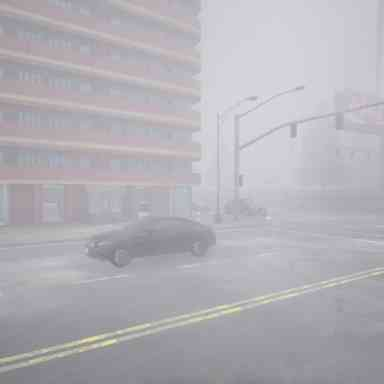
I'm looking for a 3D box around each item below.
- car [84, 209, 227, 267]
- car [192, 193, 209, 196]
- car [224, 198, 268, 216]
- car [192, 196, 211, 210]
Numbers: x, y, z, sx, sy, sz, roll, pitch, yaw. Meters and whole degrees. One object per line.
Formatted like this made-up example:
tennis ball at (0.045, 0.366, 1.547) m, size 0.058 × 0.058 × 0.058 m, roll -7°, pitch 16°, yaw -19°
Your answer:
car at (-1.288, 1.526, 11.517) m, size 4.674 × 1.442 × 1.812 m, roll 0°, pitch 0°, yaw -33°
car at (1.008, 1.223, 57.771) m, size 2.150 × 2.045 × 5.566 m, roll 0°, pitch 0°, yaw -34°
car at (5.203, 1.352, 32.370) m, size 2.097 × 1.767 × 4.553 m, roll 0°, pitch 0°, yaw -34°
car at (0.223, 1.526, 39.793) m, size 1.812 × 1.442 × 4.674 m, roll 0°, pitch 0°, yaw -34°
